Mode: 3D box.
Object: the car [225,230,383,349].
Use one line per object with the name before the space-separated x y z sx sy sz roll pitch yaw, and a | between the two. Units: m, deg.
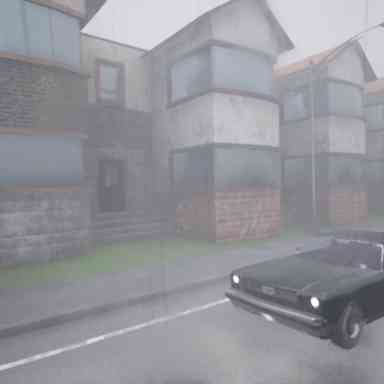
car | 2.864 1.450 6.153 4.718 1.301 1.895 -2 1 -37
